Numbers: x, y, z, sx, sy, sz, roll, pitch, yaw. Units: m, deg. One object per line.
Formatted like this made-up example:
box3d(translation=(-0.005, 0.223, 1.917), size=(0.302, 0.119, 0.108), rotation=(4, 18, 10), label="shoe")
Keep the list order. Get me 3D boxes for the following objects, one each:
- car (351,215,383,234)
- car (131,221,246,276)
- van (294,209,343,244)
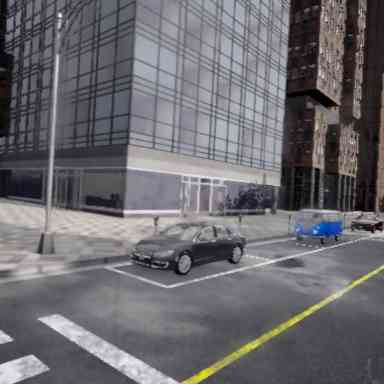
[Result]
box3d(translation=(14.453, 2.555, 27.370), size=(1.887, 1.381, 4.507), rotation=(3, 0, 41), label="car")
box3d(translation=(0.078, 1.629, 10.607), size=(2.008, 1.369, 4.403), rotation=(3, -1, 41), label="car")
box3d(translation=(7.276, 1.895, 18.989), size=(1.690, 1.788, 3.998), rotation=(3, -1, 41), label="van")
